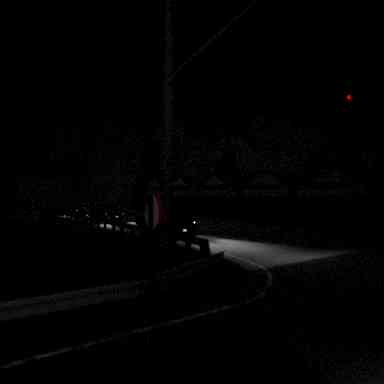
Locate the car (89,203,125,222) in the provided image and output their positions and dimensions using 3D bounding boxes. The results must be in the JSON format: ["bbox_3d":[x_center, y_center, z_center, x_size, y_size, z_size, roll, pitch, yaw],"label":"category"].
[{"bbox_3d":[-7.433,1.751,28.696,1.837,1.490,4.892,0,0,-35],"label":"car"}]

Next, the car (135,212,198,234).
[{"bbox_3d":[-1.664,1.846,20.496,1.895,1.301,4.718,0,0,-35],"label":"car"}]

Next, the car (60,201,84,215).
[{"bbox_3d":[-13.633,1.751,37.713,1.837,1.490,4.892,0,0,-33],"label":"car"}]
